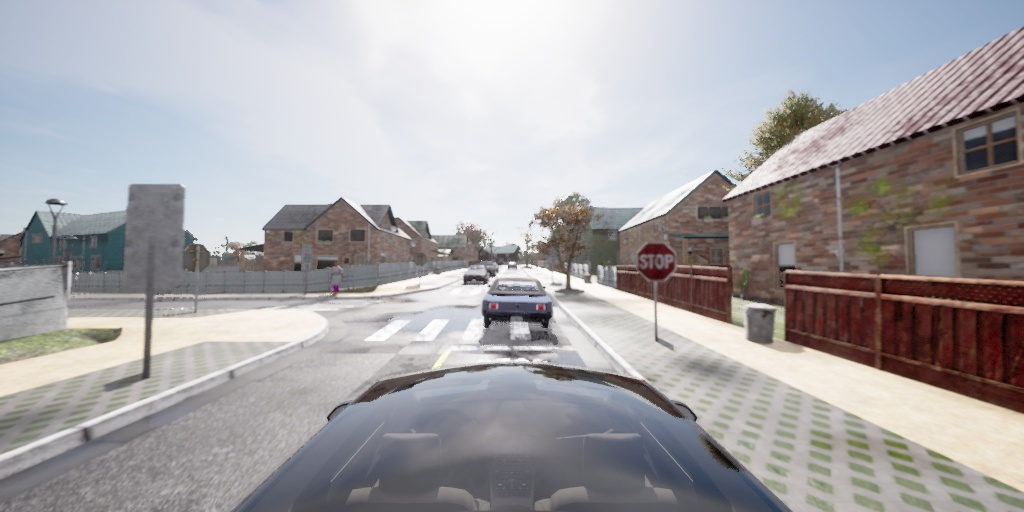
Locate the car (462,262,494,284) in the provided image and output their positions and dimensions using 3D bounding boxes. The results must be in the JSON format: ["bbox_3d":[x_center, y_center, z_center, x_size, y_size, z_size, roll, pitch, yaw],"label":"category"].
[{"bbox_3d":[-2.829,1.459,29.332,2.033,1.411,5.357,0,0,0],"label":"car"}]

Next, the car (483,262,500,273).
[{"bbox_3d":[-2.803,1.620,50.056,2.033,1.411,5.357,0,0,0],"label":"car"}]

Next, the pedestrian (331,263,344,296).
[{"bbox_3d":[-9.897,1.277,20.175,0.375,1.860,0.375,0,-2,5],"label":"pedestrian"}]

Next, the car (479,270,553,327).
[{"bbox_3d":[0.141,1.326,11.414,1.895,1.301,4.718,2,0,0],"label":"car"}]

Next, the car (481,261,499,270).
[{"bbox_3d":[-2.815,1.335,39.314,2.097,1.767,4.553,0,0,0],"label":"car"}]

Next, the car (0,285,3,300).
[{"bbox_3d":[-32.619,1.749,20.979,4.553,1.767,2.097,-1,-3,13],"label":"car"}]
